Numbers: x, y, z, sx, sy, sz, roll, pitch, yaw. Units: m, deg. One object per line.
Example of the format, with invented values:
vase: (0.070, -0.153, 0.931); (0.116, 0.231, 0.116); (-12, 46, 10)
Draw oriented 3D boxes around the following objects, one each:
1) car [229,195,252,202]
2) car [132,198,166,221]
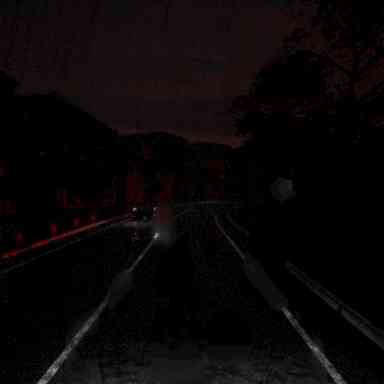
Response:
car: (9.581, 1.216, 65.630); (4.718, 1.301, 1.895); (-1, 0, -37)
car: (-3.325, 1.286, 26.284); (2.097, 1.767, 4.553); (0, 0, 3)
